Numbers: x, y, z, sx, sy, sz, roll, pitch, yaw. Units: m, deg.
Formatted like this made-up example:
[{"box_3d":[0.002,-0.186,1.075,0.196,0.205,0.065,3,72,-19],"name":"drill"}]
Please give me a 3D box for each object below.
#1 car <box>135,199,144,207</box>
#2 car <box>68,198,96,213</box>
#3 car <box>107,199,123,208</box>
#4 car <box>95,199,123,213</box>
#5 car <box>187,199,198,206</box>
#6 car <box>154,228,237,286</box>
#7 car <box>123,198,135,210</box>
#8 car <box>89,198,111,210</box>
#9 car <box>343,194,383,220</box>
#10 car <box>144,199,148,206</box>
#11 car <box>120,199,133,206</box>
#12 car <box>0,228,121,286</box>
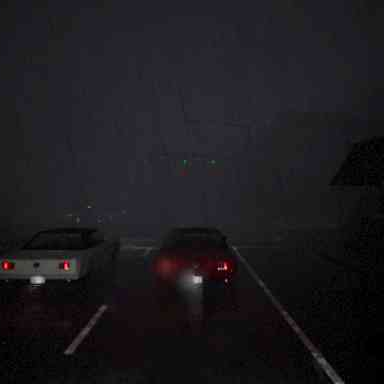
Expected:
[{"box_3d":[-10.558,2.095,60.673,1.994,1.385,4.181,0,-1,1],"name":"car"},{"box_3d":[-14.105,1.862,42.243,2.128,1.511,4.902,0,-1,0],"name":"car"},{"box_3d":[-14.061,2.100,61.176,1.994,1.385,4.181,0,-1,0],"name":"car"},{"box_3d":[-10.602,1.903,43.020,1.812,1.442,4.674,0,-1,0],"name":"car"},{"box_3d":[0.088,2.071,67.800,1.882,1.535,5.008,0,-1,0],"name":"car"},{"box_3d":[0.093,1.686,9.634,1.895,1.301,4.718,0,0,0],"name":"car"},{"box_3d":[-10.599,1.797,50.746,2.097,1.767,4.553,0,-1,0],"name":"car"},{"box_3d":[-14.095,1.802,51.297,2.097,1.767,4.553,0,-1,1],"name":"car"},{"box_3d":[14.380,1.002,26.552,4.553,1.767,2.097,-15,0,-1],"name":"car"},{"box_3d":[-10.512,2.158,71.066,2.033,1.411,5.357,0,-1,0],"name":"car"},{"box_3d":[-14.012,2.142,71.098,1.812,1.442,4.674,0,-1,0],"name":"car"},{"box_3d":[-3.415,1.686,9.622,1.895,1.301,4.718,0,0,0],"name":"car"}]
